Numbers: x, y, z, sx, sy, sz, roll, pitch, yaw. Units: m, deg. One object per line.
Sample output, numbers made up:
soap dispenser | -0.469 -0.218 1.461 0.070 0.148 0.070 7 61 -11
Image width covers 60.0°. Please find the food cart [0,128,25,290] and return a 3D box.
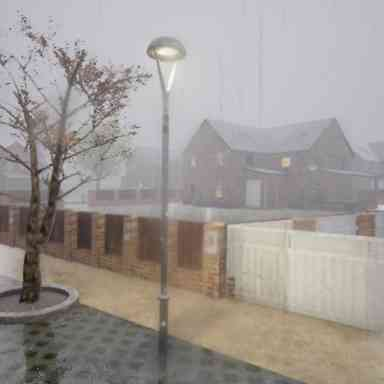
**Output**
food cart | -6.447 0.318 8.217 4.660 3.560 2.280 2 0 38
